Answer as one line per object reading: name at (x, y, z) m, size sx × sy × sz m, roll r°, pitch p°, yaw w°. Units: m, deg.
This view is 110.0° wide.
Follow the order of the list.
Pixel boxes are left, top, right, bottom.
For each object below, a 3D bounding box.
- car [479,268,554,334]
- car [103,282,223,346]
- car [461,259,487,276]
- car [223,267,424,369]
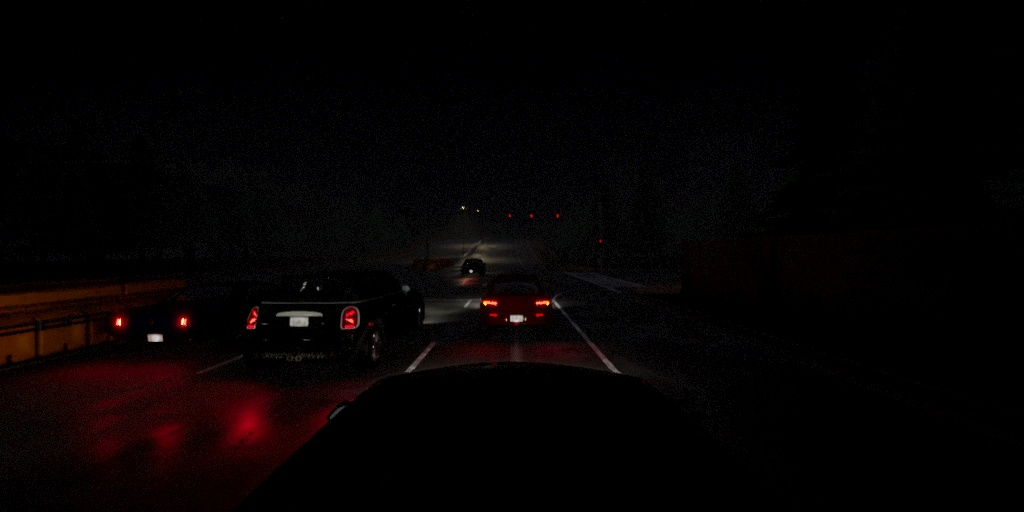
car at (0.099, 1.201, 10.236) m, size 1.812 × 1.442 × 4.674 m, roll 0°, pitch 0°, yaw 0°
car at (-6.900, 1.285, 9.162) m, size 1.895 × 1.301 × 4.718 m, roll 0°, pitch 0°, yaw 0°
car at (-3.401, 0.986, 32.268) m, size 1.837 × 1.490 × 4.892 m, roll 0°, pitch 1°, yaw 0°
car at (-3.398, 1.048, 7.845) m, size 2.097 × 1.767 × 4.553 m, roll 0°, pitch 1°, yaw 0°
